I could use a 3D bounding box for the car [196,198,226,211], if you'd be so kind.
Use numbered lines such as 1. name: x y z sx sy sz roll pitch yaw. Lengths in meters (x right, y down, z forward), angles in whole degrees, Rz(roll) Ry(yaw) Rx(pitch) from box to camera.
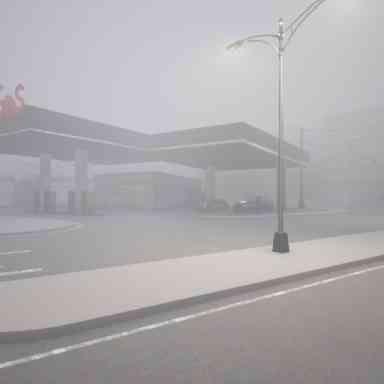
1. car: 2.359 1.456 38.403 3.806 1.475 1.970 0 0 -35

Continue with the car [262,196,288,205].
1. car: 15.444 1.525 62.133 1.812 1.442 4.674 0 0 -36

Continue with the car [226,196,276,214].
1. car: 6.278 1.295 34.134 4.611 1.667 2.242 0 0 -35
